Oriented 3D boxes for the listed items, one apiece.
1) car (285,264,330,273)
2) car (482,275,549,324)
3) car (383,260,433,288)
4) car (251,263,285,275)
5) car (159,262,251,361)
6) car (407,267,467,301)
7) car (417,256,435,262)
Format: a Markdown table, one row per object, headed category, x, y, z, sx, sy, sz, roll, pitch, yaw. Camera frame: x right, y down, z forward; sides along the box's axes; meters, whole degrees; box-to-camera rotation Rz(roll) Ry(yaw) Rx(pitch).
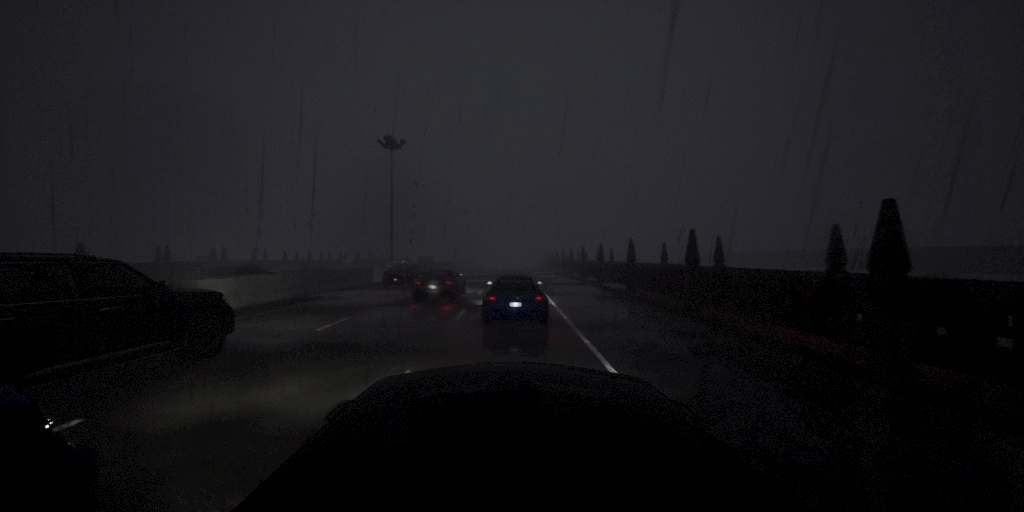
| category | x | y | z | sx | sy | sz | roll | pitch | yaw |
| --- | --- | --- | --- | --- | --- | --- | --- | --- | --- |
| car | -17.600 | 1.367 | 30.579 | 1.895 | 1.301 | 4.718 | 0 | 0 | 0 |
| car | 0.098 | 1.319 | 11.969 | 1.994 | 1.385 | 4.181 | 0 | 0 | 0 |
| car | -6.902 | 1.239 | 23.695 | 1.882 | 1.535 | 5.008 | 0 | 0 | 0 |
| car | -14.102 | 1.237 | 18.080 | 1.882 | 1.535 | 5.008 | 0 | 0 | 0 |
| car | -6.902 | 0.974 | 5.144 | 2.150 | 2.045 | 5.566 | 0 | 0 | 0 |
| car | -3.401 | 1.322 | 17.503 | 1.994 | 1.385 | 4.181 | 0 | 0 | 0 |
| car | -14.018 | 1.001 | 58.281 | 2.150 | 2.045 | 5.566 | 0 | 0 | 1 |
